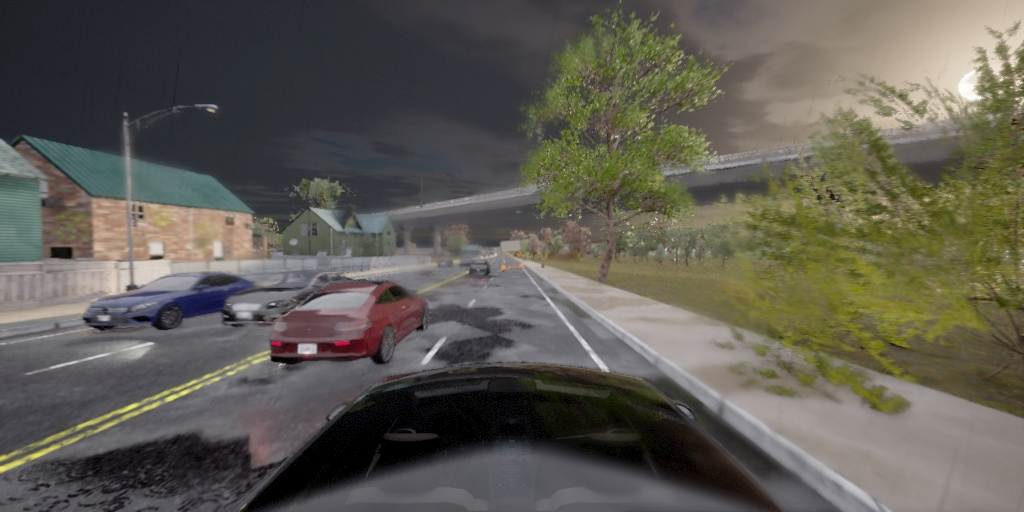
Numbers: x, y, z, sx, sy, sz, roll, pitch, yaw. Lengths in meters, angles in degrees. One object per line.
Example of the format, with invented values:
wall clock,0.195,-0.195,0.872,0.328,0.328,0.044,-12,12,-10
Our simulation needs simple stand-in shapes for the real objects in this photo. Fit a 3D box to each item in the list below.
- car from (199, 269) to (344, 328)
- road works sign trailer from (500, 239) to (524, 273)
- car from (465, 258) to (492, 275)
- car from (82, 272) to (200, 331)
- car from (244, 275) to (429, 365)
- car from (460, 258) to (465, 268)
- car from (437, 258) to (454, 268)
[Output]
car,-6.595,1.199,11.302,2.128,1.511,4.902,0,0,0
road works sign trailer,0.116,-0.060,39.928,2.380,3.560,2.880,0,0,-3
car,-3.159,1.095,36.371,2.128,1.511,4.902,0,0,0
car,-9.854,1.234,11.001,1.812,1.442,4.674,0,0,0
car,-3.152,1.248,7.827,1.812,1.442,4.674,0,0,0
car,-6.602,1.046,53.465,1.837,1.490,4.892,0,0,0
car,-9.853,1.032,53.451,2.128,1.511,4.902,0,0,0
